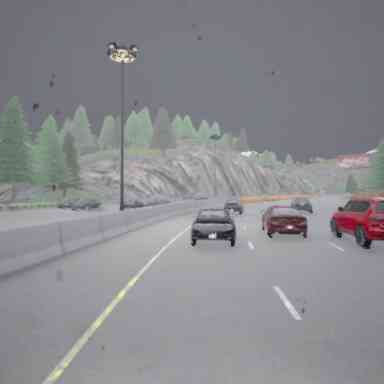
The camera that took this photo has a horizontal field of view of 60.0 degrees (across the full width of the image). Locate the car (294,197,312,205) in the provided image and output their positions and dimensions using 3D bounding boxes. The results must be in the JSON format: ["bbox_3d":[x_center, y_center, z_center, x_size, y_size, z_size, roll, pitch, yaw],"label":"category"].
[{"bbox_3d":[12.378,1.399,37.721,2.097,1.767,4.553,0,0,15],"label":"car"}]

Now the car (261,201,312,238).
[{"bbox_3d":[4.889,1.498,18.051,1.882,1.535,5.008,0,0,7],"label":"car"}]

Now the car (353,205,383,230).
[{"bbox_3d":[12.560,1.642,22.308,1.895,1.301,4.718,0,0,9],"label":"car"}]

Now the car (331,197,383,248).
[{"bbox_3d":[8.012,1.248,14.826,2.150,2.045,5.566,0,0,6],"label":"car"}]

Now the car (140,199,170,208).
[{"bbox_3d":[-4.395,1.557,43.519,2.033,1.411,5.357,0,0,16],"label":"car"}]

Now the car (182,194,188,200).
[{"bbox_3d":[-0.694,1.264,80.952,1.994,1.385,4.181,0,0,26],"label":"car"}]

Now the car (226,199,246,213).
[{"bbox_3d":[4.521,1.532,35.260,1.837,1.490,4.892,0,0,13],"label":"car"}]

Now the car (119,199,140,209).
[{"bbox_3d":[-7.936,1.565,43.739,1.994,1.385,4.181,0,0,16],"label":"car"}]

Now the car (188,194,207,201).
[{"bbox_3d":[1.705,1.266,77.970,2.097,1.767,4.553,0,0,26],"label":"car"}]

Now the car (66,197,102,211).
[{"bbox_3d":[-12.558,1.494,39.869,1.837,1.490,4.892,0,0,14],"label":"car"}]

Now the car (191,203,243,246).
[{"bbox_3d":[1.051,1.501,15.304,2.128,1.511,4.902,0,0,6],"label":"car"}]

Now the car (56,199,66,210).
[{"bbox_3d":[-15.388,1.488,42.927,1.837,1.490,4.892,0,0,15],"label":"car"}]
